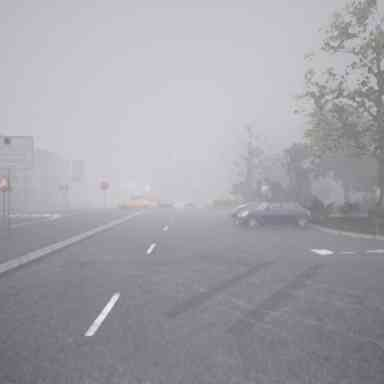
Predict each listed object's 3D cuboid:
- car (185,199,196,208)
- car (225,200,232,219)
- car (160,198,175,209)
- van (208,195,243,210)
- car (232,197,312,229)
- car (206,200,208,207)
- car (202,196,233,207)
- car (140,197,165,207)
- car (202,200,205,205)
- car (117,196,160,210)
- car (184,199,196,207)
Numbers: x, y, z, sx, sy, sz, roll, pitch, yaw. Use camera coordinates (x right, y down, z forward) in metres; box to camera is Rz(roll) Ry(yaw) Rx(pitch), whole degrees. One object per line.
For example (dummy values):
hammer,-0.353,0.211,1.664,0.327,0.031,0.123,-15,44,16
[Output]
car,-0.265,1.897,55.216,2.033,1.411,5.357,0,-1,-1
car,5.053,1.521,24.377,4.674,1.452,2.002,0,0,0
car,-3.541,1.758,48.943,2.033,1.411,5.357,0,-1,0
van,4.793,1.398,45.173,4.442,1.987,1.878,0,-1,0
car,5.124,1.354,21.207,4.553,1.767,2.185,0,0,0
car,5.071,1.669,47.966,5.366,1.575,1.946,0,-1,0
car,4.718,1.766,61.806,5.566,2.045,2.435,0,-2,-1
car,-7.518,1.951,63.812,4.553,1.767,2.185,0,-2,-1
car,4.788,1.606,56.346,5.566,2.045,2.435,0,-2,-1
car,-7.548,1.629,45.715,5.366,1.575,1.946,0,-1,0
car,-0.367,2.150,65.616,2.128,1.511,4.902,0,-2,2
